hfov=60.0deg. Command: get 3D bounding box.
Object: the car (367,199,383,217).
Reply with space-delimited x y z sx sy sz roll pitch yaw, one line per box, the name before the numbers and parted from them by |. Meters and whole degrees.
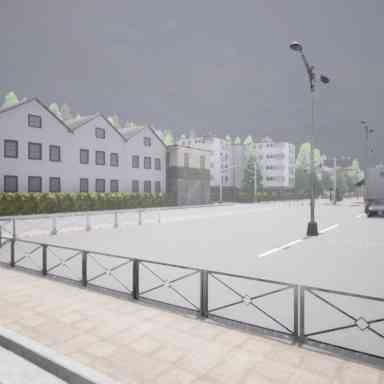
car | 15.406 1.298 26.817 2.007 1.523 4.514 0 0 35
